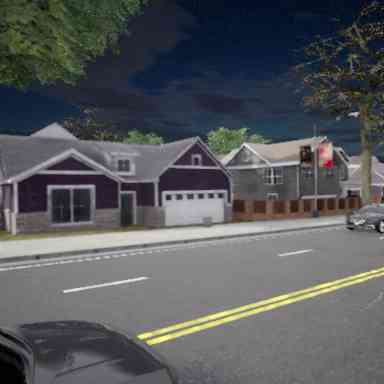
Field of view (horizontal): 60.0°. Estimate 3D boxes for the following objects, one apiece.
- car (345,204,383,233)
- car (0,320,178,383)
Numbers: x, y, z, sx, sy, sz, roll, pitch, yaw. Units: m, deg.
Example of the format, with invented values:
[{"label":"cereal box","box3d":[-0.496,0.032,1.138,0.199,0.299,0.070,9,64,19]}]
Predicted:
[{"label":"car","box3d":[10.901,1.465,19.438,4.892,1.490,1.837,0,0,-35]},{"label":"car","box3d":[-2.296,1.505,1.801,4.892,1.490,1.837,0,0,-35]}]
